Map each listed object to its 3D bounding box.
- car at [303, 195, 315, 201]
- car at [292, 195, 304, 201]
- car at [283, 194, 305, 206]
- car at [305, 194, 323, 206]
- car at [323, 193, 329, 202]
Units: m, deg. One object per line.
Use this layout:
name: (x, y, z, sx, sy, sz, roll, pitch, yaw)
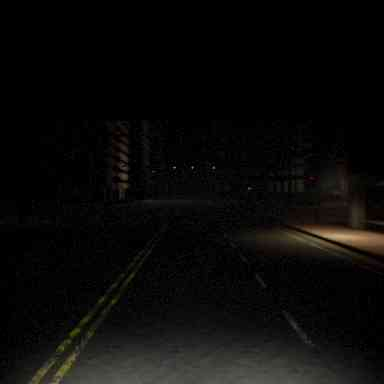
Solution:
car: (30.745, 1.562, 87.551, 1.784, 1.438, 3.905, 0, 0, 0)
car: (27.850, 1.594, 87.541, 1.970, 1.475, 3.806, 0, 0, 0)
car: (16.604, 1.278, 54.985, 1.932, 1.855, 4.605, 0, 0, 0)
car: (19.498, 1.281, 54.941, 1.905, 1.878, 3.866, 0, 0, 0)
car: (33.428, 1.352, 87.612, 1.932, 1.855, 4.605, 0, 0, 0)
